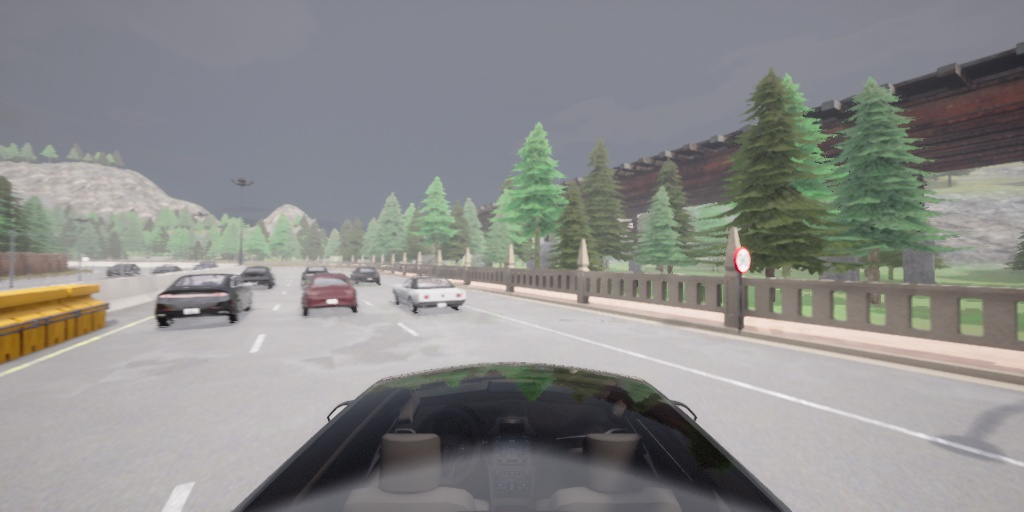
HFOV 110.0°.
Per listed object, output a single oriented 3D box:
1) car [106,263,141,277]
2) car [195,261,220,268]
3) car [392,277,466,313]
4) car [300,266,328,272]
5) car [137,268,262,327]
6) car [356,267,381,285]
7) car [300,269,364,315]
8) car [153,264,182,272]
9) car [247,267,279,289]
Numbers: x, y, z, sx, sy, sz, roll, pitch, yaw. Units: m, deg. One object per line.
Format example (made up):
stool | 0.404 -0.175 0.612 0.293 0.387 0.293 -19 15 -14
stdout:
car | -42.815 1.528 39.631 1.837 1.490 4.892 1 -1 -33
car | -37.454 1.465 44.181 2.097 1.767 4.553 1 -1 -33
car | -3.625 1.508 14.929 1.895 1.301 4.718 1 -1 -30
car | -14.529 1.496 26.642 2.128 1.511 4.902 1 -1 -30
car | -9.969 1.324 11.927 2.128 1.511 4.902 1 -1 -30
car | -11.854 1.577 29.014 1.812 1.442 4.674 1 -1 -30
car | -7.281 1.404 14.274 1.812 1.442 4.674 1 -1 -30
car | -40.182 1.633 41.978 1.994 1.385 4.181 1 -1 -33
car | -17.568 1.470 24.906 1.837 1.490 4.892 1 -1 -30
